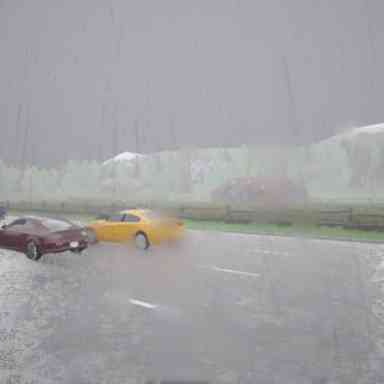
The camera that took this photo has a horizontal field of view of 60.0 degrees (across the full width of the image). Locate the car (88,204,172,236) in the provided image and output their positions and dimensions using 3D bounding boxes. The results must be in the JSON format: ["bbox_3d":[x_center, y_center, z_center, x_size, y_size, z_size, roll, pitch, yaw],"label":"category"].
[{"bbox_3d":[-3.714,1.541,19.533,5.008,1.535,1.882,0,0,35],"label":"car"}]

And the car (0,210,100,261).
[{"bbox_3d":[-5.795,1.577,12.417,4.674,1.442,1.812,0,0,36],"label":"car"}]

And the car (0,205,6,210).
[{"bbox_3d":[-15.653,1.663,23.747,5.357,1.411,2.033,0,0,36],"label":"car"}]

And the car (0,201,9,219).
[{"bbox_3d":[-18.905,1.622,30.370,5.008,1.535,1.882,0,0,36],"label":"car"}]

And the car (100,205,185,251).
[{"bbox_3d":[-2.617,1.524,14.449,5.008,1.535,1.882,-1,-1,35],"label":"car"}]
